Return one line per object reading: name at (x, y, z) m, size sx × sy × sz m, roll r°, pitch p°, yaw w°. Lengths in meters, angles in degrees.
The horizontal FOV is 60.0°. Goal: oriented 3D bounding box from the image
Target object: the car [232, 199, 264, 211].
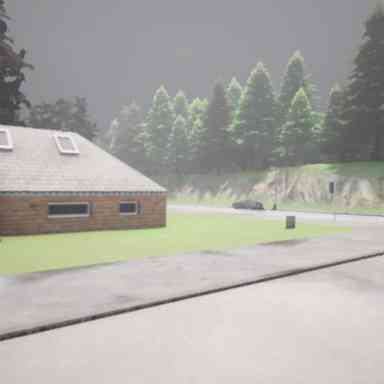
car at (7.013, 1.605, 42.128) m, size 1.994 × 1.385 × 4.181 m, roll 0°, pitch 0°, yaw -36°
